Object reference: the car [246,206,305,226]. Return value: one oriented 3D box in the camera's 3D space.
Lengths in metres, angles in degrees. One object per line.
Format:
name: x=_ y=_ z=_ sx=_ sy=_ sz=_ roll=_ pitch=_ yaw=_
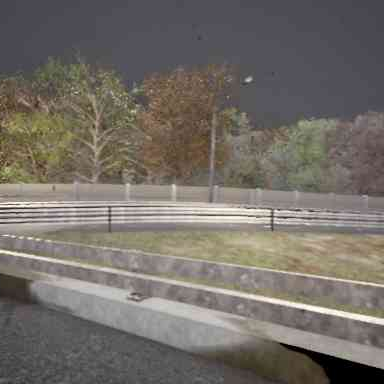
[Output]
car: x=6.683 y=1.887 z=26.736 sx=4.902 sy=1.511 sz=2.128 roll=3 pitch=-1 yaw=-16
